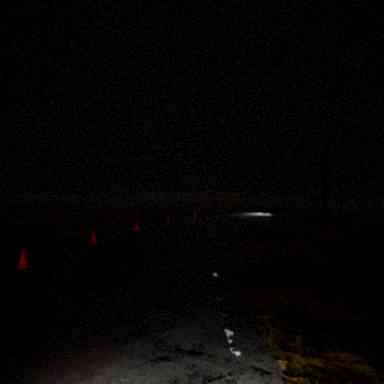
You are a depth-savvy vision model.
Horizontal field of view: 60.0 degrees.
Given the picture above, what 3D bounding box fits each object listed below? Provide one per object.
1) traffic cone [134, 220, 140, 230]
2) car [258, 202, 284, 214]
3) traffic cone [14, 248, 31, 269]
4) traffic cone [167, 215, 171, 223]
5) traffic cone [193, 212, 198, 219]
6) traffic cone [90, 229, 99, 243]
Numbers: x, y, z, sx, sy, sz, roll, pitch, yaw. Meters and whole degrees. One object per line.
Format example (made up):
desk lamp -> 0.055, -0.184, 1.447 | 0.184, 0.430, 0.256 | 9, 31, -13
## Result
traffic cone -> -3.380, 2.014, 20.287 | 0.340, 0.580, 0.340 | 0, 0, 15
car -> 9.971, 1.944, 41.826 | 1.994, 1.385, 4.181 | 1, -1, 38
traffic cone -> -5.034, 1.959, 9.893 | 0.340, 0.580, 0.340 | 0, 0, 3
traffic cone -> -1.783, 2.059, 25.309 | 0.340, 0.580, 0.340 | 0, 0, 20
traffic cone -> 0.307, 2.116, 30.146 | 0.340, 0.580, 0.340 | 0, -1, 26
traffic cone -> -4.467, 1.981, 15.131 | 0.340, 0.580, 0.340 | 0, 0, 9
